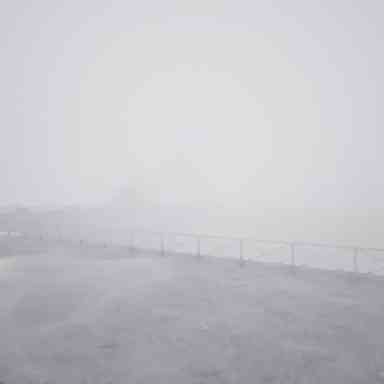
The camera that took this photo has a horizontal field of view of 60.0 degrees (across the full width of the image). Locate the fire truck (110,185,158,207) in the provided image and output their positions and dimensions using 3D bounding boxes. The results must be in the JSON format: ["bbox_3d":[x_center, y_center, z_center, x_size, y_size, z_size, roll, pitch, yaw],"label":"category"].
[{"bbox_3d":[-9.279,0.834,54.401,2.891,3.827,8.468,-1,-1,35],"label":"fire truck"}]
